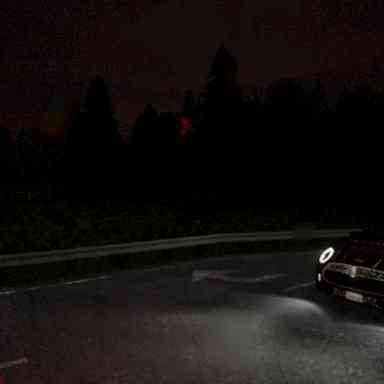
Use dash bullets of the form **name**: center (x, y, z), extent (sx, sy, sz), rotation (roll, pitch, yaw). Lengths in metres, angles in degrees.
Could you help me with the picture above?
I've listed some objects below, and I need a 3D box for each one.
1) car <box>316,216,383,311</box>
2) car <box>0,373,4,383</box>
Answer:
- **car**: center (4.789, 1.308, 7.352), extent (4.553, 1.767, 2.097), rotation (0, 0, -35)
- **car**: center (-3.447, 1.360, 1.544), extent (4.553, 1.767, 2.097), rotation (0, 0, -35)
